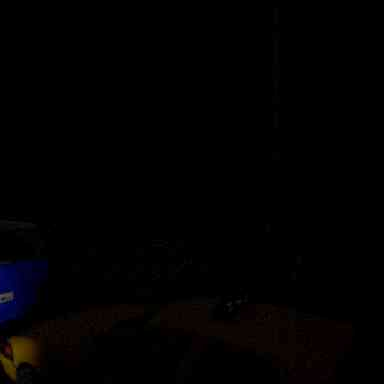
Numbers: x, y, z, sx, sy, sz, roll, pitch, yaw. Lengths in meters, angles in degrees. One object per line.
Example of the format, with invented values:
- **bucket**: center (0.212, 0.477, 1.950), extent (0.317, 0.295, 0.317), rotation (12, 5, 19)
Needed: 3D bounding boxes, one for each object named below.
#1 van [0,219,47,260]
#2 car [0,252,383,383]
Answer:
- **van**: center (-4.293, 1.337, 6.024), extent (3.998, 1.788, 1.690), rotation (0, 0, 35)
- **car**: center (0.131, 1.525, 2.872), extent (4.829, 1.417, 1.752), rotation (0, 0, 35)
